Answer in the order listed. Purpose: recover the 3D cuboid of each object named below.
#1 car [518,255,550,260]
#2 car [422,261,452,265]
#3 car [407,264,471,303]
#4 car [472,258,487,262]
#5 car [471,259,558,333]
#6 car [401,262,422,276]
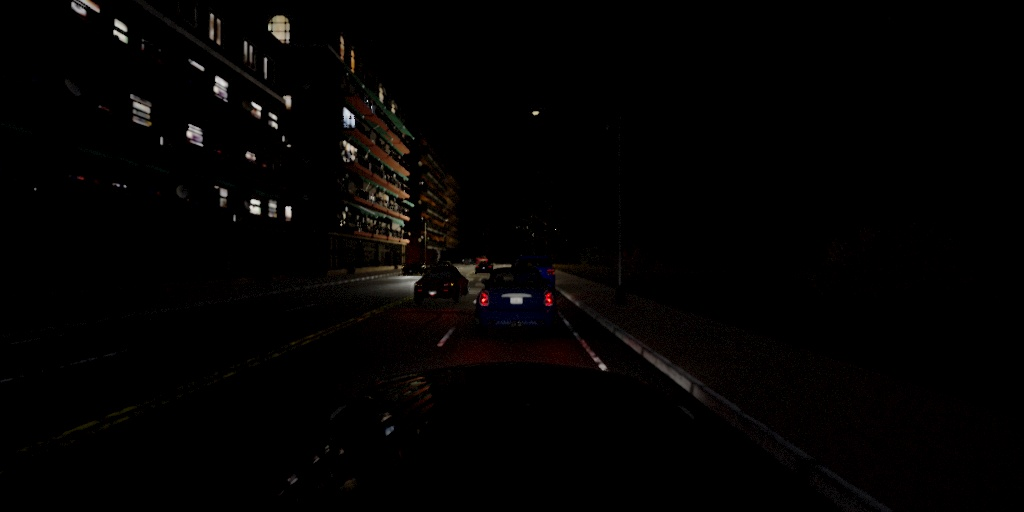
[{"bbox_3d":[1.161,0.966,20.390,2.150,2.045,5.566,0,0,0],"label":"car"},{"bbox_3d":[-6.559,1.224,33.828,2.128,1.511,4.902,0,0,0],"label":"car"},{"bbox_3d":[-3.132,1.268,16.433,1.812,1.442,4.674,0,0,0],"label":"car"},{"bbox_3d":[-3.099,1.291,41.189,1.994,1.385,4.181,0,0,0],"label":"car"},{"bbox_3d":[0.111,1.098,10.817,2.097,1.767,4.553,0,0,0],"label":"car"},{"bbox_3d":[-9.805,1.294,36.680,1.994,1.385,4.181,0,0,0],"label":"car"}]
